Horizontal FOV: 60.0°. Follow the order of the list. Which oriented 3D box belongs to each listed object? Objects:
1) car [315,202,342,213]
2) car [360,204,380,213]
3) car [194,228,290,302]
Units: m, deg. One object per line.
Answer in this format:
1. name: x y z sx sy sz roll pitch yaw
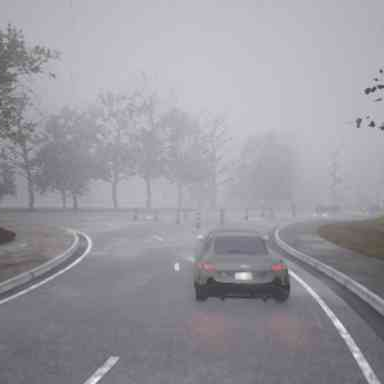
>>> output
1. car: 19.640 2.170 47.706 5.008 1.535 1.882 3 -2 -40
2. car: 30.357 2.726 56.711 4.902 1.511 2.128 3 -2 -40
3. car: 1.068 1.593 8.406 1.994 1.385 4.181 0 0 2
